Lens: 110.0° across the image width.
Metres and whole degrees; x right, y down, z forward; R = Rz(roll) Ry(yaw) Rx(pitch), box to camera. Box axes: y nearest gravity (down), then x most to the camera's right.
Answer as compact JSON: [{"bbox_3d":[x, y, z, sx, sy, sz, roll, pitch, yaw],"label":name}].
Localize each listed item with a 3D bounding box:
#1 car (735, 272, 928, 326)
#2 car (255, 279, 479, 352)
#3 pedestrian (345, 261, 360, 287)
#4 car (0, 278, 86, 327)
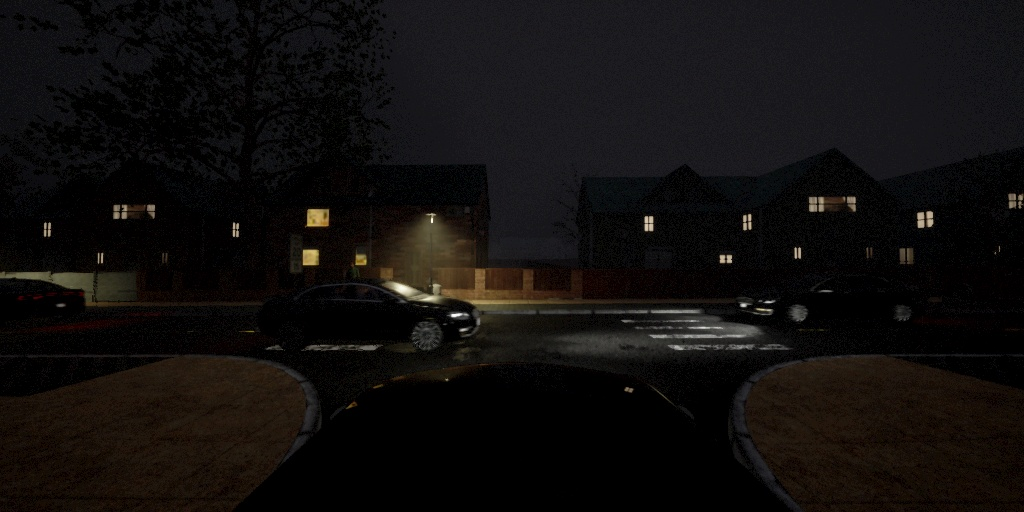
[{"bbox_3d":[9.583,1.255,11.001,4.892,1.490,1.837,0,-1,2],"label":"car"},{"bbox_3d":[-3.241,1.285,8.443,4.902,1.511,2.128,0,-1,2],"label":"car"},{"bbox_3d":[-6.451,1.113,14.418,0.375,1.860,0.375,0,-1,2],"label":"pedestrian"},{"bbox_3d":[-17.252,1.488,11.834,5.008,1.535,1.882,-1,-1,2],"label":"car"}]
